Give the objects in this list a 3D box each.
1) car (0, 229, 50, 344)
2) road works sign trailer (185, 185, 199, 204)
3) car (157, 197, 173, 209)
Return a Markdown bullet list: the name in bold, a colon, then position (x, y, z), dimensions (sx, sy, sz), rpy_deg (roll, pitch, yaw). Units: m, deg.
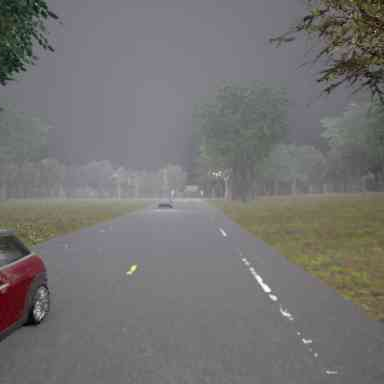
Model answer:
- **car**: position (-3.598, 1.367, 4.058), dimensions (2.097, 1.767, 4.553), rpy_deg (0, 0, 0)
- **road works sign trailer**: position (0.027, 0.456, 61.521), dimensions (2.380, 3.560, 2.880), rpy_deg (0, 0, -1)
- **car**: position (-3.573, 1.484, 45.151), dimensions (1.882, 1.535, 5.008), rpy_deg (0, 0, 0)
